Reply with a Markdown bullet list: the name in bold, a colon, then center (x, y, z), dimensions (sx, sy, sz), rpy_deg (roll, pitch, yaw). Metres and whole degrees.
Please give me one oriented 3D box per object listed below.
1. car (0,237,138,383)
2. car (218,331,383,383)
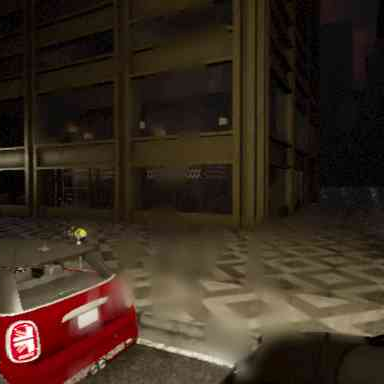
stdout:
- **car**: center (-2.821, 1.334, 4.372), dimensions (4.097, 1.590, 1.967), rpy_deg (0, 2, 27)
- **car**: center (2.181, 1.500, 1.853), dimensions (4.313, 1.339, 1.947), rpy_deg (0, 2, 27)
